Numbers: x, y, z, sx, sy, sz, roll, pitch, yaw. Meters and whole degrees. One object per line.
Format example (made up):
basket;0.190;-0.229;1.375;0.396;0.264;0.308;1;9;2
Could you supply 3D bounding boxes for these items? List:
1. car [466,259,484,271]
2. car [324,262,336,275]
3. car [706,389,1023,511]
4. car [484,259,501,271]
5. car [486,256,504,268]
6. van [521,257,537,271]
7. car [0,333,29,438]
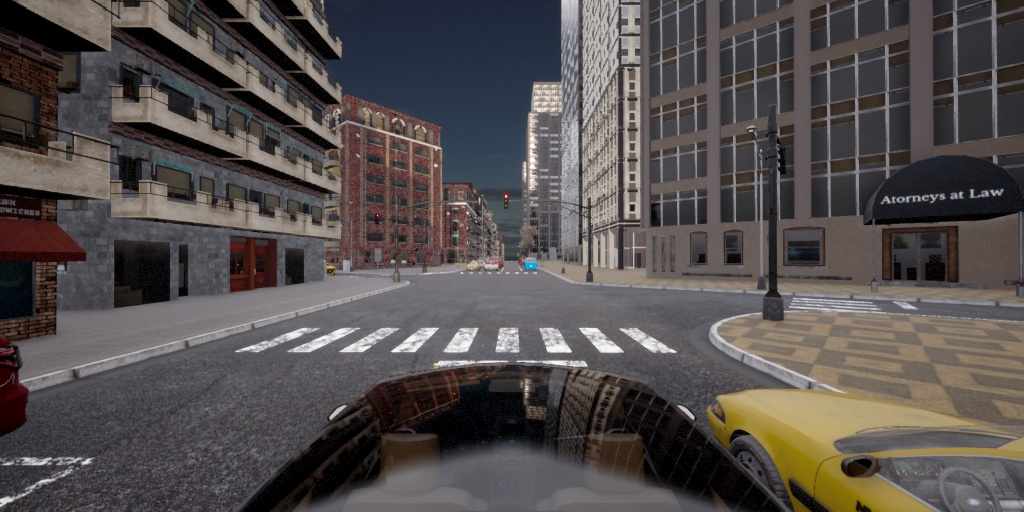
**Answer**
car;-5.329;1.321;49.895;1.751;1.417;4.829;0;0;0
car;-22.250;1.428;41.658;5.008;1.535;1.882;-1;-1;41
car;2.566;1.275;1.244;1.751;1.417;4.829;0;0;0
car;-2.863;1.397;50.179;1.895;1.301;4.718;0;0;-2
car;-2.848;1.038;59.686;2.150;2.045;5.566;0;0;0
van;2.551;1.136;50.067;1.690;1.789;3.998;0;0;0
car;-5.314;1.065;1.065;2.192;1.841;5.009;0;0;0
